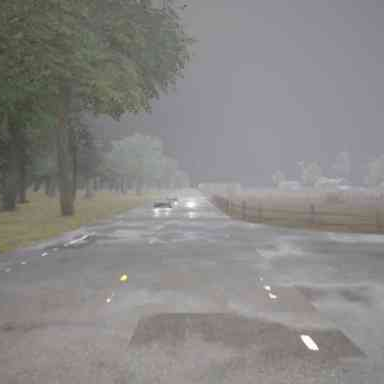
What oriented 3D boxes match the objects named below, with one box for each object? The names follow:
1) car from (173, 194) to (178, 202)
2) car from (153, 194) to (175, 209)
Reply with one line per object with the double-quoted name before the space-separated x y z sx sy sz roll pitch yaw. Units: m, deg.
"car" -3.590 1.034 60.715 1.812 1.442 4.674 0 1 0
"car" -3.631 1.326 41.719 1.994 1.385 4.181 0 1 0
